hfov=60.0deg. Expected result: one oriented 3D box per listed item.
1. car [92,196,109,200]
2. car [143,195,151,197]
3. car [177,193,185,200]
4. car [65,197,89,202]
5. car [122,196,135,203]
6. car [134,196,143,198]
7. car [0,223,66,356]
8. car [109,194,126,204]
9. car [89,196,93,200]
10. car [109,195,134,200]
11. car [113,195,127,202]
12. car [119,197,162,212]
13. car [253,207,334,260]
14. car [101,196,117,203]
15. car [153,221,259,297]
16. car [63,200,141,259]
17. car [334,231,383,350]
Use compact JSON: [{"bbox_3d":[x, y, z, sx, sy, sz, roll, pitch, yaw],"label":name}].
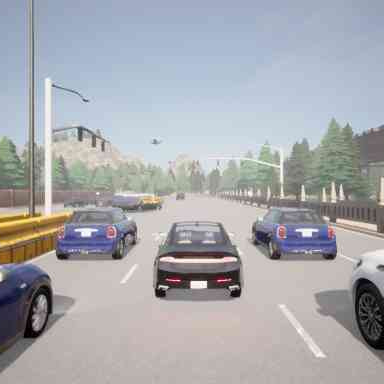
[{"bbox_3d":[-13.864,1.526,52.983,1.812,1.442,4.674,0,0,1],"label":"car"},{"bbox_3d":[-10.241,1.491,67.696,2.128,1.511,4.902,0,0,0],"label":"car"},{"bbox_3d":[-3.134,1.225,92.572,2.150,2.045,5.566,0,0,0],"label":"car"},{"bbox_3d":[-17.411,1.505,49.395,1.837,1.490,4.892,0,0,1],"label":"car"},{"bbox_3d":[-13.715,1.553,72.146,1.994,1.385,4.181,0,0,0],"label":"car"},{"bbox_3d":[-10.348,1.526,58.334,1.812,1.442,4.674,0,0,1],"label":"car"},{"bbox_3d":[-3.383,1.352,3.759,2.097,1.767,4.553,0,0,0],"label":"car"},{"bbox_3d":[-13.807,1.352,62.126,2.097,1.767,4.553,0,0,1],"label":"car"},{"bbox_3d":[-17.337,1.505,58.809,1.837,1.490,4.892,0,0,1],"label":"car"},{"bbox_3d":[-10.393,1.478,49.267,1.882,1.535,5.008,0,0,0],"label":"car"},{"bbox_3d":[-17.185,1.540,79.726,2.033,1.411,5.357,0,0,0],"label":"car"},{"bbox_3d":[-5.511,1.601,37.323,1.895,1.301,4.718,0,0,36],"label":"car"},{"bbox_3d":[3.647,1.352,12.653,2.097,1.767,4.553,0,0,0],"label":"car"},{"bbox_3d":[-17.227,1.525,69.235,2.128,1.511,4.902,0,0,0],"label":"car"},{"bbox_3d":[0.132,1.492,8.540,2.128,1.511,4.902,0,0,0],"label":"car"},{"bbox_3d":[-3.401,1.352,12.675,2.097,1.767,4.553,0,0,-1],"label":"car"},{"bbox_3d":[3.615,1.221,3.068,2.150,2.045,5.566,0,0,0],"label":"car"}]
